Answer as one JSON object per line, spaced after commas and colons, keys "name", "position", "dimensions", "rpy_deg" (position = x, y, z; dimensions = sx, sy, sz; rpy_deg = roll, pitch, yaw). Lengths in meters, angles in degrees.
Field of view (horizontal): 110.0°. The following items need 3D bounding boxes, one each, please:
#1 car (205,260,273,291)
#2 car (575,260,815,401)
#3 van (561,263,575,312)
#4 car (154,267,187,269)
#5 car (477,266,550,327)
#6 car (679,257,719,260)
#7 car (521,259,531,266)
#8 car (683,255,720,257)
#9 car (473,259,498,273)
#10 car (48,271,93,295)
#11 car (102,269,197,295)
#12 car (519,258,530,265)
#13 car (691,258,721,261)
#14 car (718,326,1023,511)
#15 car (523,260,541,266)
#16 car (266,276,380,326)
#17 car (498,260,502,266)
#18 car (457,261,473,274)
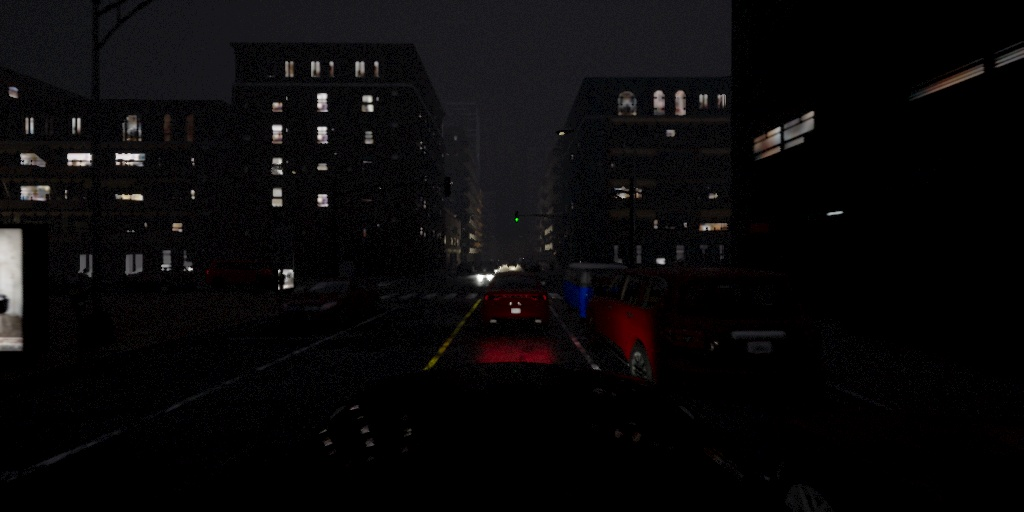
{"name": "car", "position": [-18.359, 1.287, 25.329], "dimensions": [5.566, 2.045, 2.150], "rpy_deg": [0, 0, 1]}
{"name": "car", "position": [2.690, 1.076, 6.269], "dimensions": [2.192, 1.841, 5.009], "rpy_deg": [0, 0, 0]}
{"name": "van", "position": [2.690, 1.117, 11.797], "dimensions": [1.690, 1.789, 3.998], "rpy_deg": [0, 0, 0]}
{"name": "car", "position": [-30.260, 1.655, 31.149], "dimensions": [4.097, 1.591, 1.967], "rpy_deg": [0, 0, 0]}
{"name": "car", "position": [0.099, 1.254, 11.681], "dimensions": [1.882, 1.535, 5.008], "rpy_deg": [0, 0, 0]}
{"name": "car", "position": [15.006, 1.061, 28.754], "dimensions": [4.902, 1.511, 2.128], "rpy_deg": [-1, 0, 0]}
{"name": "car", "position": [2.690, 1.451, 49.714], "dimensions": [1.948, 1.339, 4.313], "rpy_deg": [0, 0, 0]}
{"name": "car", "position": [15.773, 0.860, 31.351], "dimensions": [5.009, 1.841, 2.192], "rpy_deg": [0, 0, 0]}
{"name": "car", "position": [-3.091, 1.354, 42.806], "dimensions": [2.128, 1.511, 4.902], "rpy_deg": [0, 0, 0]}
{"name": "car", "position": [-27.962, 1.775, 22.525], "dimensions": [4.403, 1.370, 2.007], "rpy_deg": [0, 0, 0]}
{"name": "car", "position": [-22.393, 1.694, 22.566], "dimensions": [4.403, 1.370, 2.007], "rpy_deg": [0, 0, 0]}
{"name": "car", "position": [2.690, 1.466, 60.761], "dimensions": [1.888, 1.381, 4.507], "rpy_deg": [0, 0, 0]}
{"name": "car", "position": [15.821, 1.078, 25.575], "dimensions": [4.892, 1.490, 1.837], "rpy_deg": [-1, 0, 0]}
{"name": "car", "position": [2.690, 1.292, 0.741], "dimensions": [1.888, 1.381, 4.507], "rpy_deg": [0, 0, 0]}
{"name": "car", "position": [2.690, 1.450, 44.191], "dimensions": [1.802, 1.307, 4.207], "rpy_deg": [0, 0, 0]}
{"name": "car", "position": [-5.692, 1.358, 11.798], "dimensions": [1.802, 1.307, 4.207], "rpy_deg": [0, 0, 0]}
{"name": "car", "position": [-3.076, 1.469, 55.940], "dimensions": [1.994, 1.385, 4.181], "rpy_deg": [0, 0, 0]}
{"name": "car", "position": [-5.691, 1.434, 44.203], "dimensions": [1.948, 1.339, 4.313], "rpy_deg": [0, 0, 0]}
